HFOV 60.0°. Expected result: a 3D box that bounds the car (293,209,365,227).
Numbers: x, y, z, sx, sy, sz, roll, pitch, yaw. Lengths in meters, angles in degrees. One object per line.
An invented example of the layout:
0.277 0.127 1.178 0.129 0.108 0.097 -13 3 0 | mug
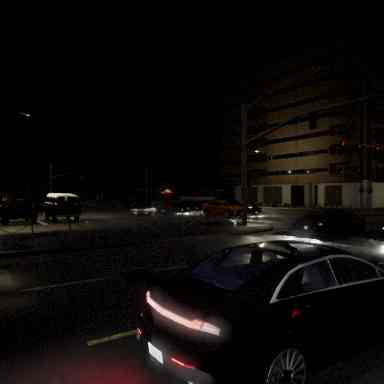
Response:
7.227 1.574 17.469 4.181 1.385 1.994 1 0 -35 | car

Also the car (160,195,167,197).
-6.199 1.560 50.652 1.837 1.490 4.892 0 0 -34 | car

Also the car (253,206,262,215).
4.763 1.603 34.550 2.033 1.411 5.357 0 0 -34 | car

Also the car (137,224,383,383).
1.620 1.492 4.895 4.902 1.511 2.128 0 0 -34 | car

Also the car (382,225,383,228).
11.189 1.571 15.961 5.357 1.411 2.033 0 0 -35 | car

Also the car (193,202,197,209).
-0.636 1.656 42.472 1.895 1.301 4.718 0 0 -34 | car

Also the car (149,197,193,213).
-2.565 1.603 39.085 2.033 1.411 5.357 0 0 -34 | car

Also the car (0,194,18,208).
-31.378 1.209 56.581 1.932 1.855 4.605 0 0 -34 | car

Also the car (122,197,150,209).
-8.413 1.533 47.679 1.882 1.535 5.008 0 0 -34 | car

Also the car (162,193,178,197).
-4.424 1.276 60.805 2.150 2.045 5.566 0 0 -34 | car

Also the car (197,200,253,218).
2.966 1.533 30.973 1.882 1.535 5.008 0 0 -34 | car
